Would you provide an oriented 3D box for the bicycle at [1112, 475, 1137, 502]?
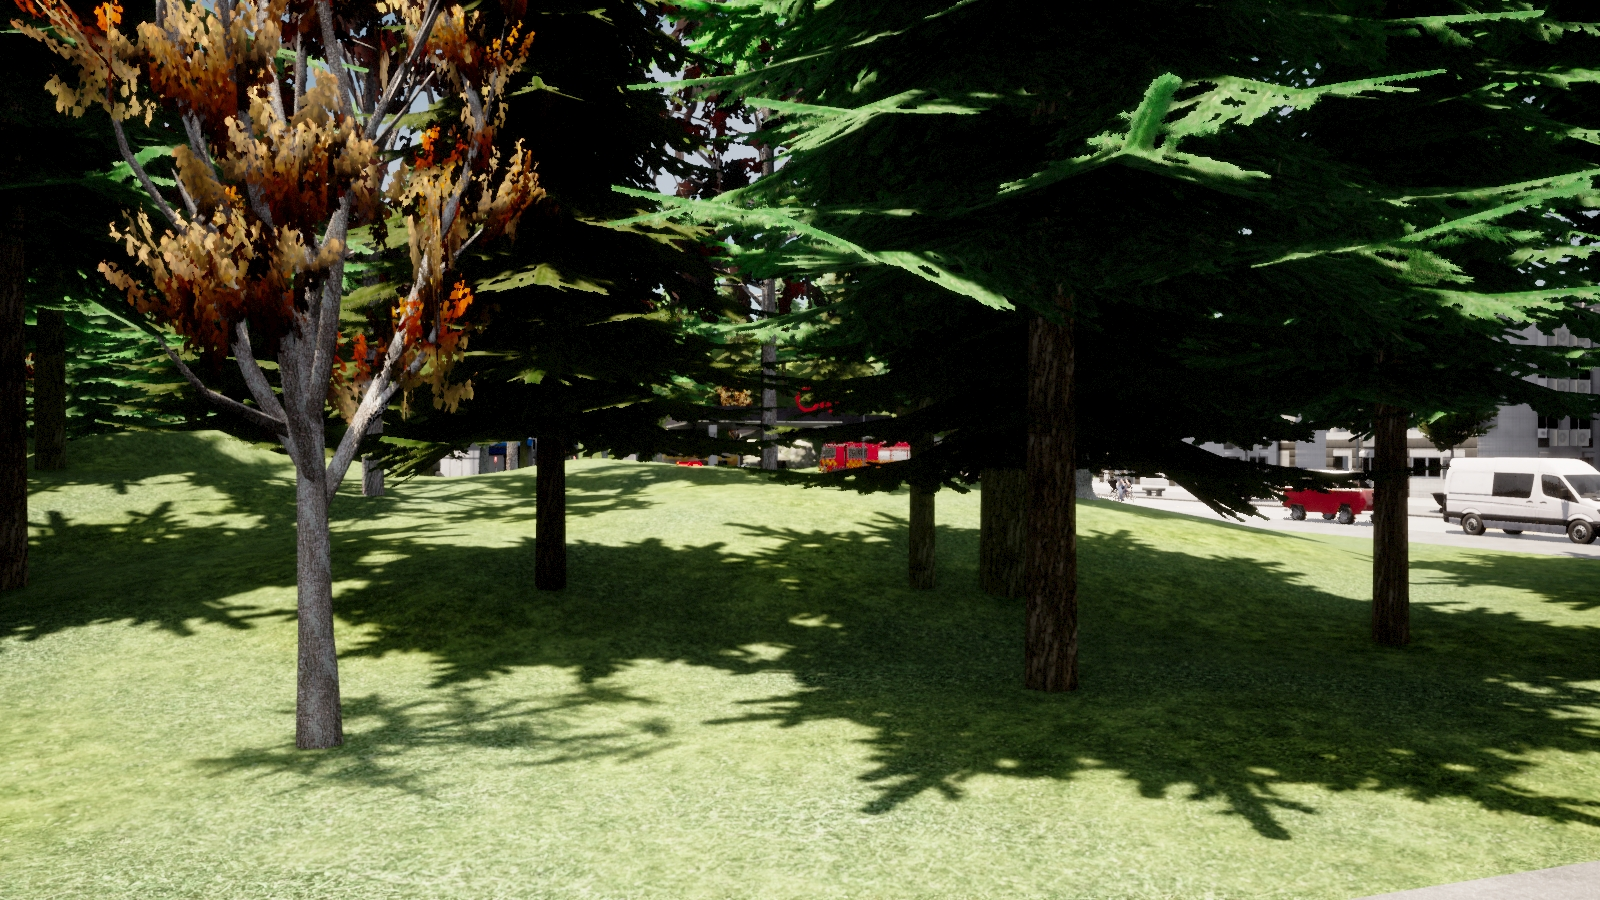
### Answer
[{"bbox_3d":[16.306,1.936,57.459,0.373,1.296,1.643,0,0,-18],"label":"bicycle"}]

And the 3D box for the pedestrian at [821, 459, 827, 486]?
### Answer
[{"bbox_3d":[1.621,1.525,77.786,0.375,1.860,0.375,0,0,-7],"label":"pedestrian"}]

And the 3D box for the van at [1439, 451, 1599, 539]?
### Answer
[{"bbox_3d":[23.412,1.314,36.018,1.988,2.561,5.915,0,0,-18],"label":"van"}]
